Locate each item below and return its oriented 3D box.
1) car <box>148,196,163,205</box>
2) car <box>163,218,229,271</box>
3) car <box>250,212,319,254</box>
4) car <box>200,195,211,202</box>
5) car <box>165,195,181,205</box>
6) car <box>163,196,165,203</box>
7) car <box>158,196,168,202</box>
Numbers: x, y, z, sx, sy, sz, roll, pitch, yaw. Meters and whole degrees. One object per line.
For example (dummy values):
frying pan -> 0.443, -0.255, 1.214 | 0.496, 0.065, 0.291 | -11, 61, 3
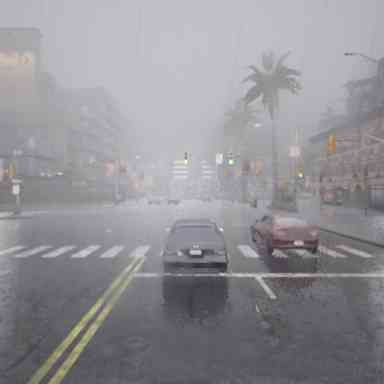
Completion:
car -> -7.023, 1.628, 62.059 | 1.812, 1.442, 4.674 | 0, 0, 0
car -> 0.094, 1.566, 10.867 | 2.033, 1.411, 5.357 | 0, 0, 0
car -> 3.593, 1.548, 13.468 | 1.812, 1.442, 4.674 | 0, 0, 0
car -> 3.471, 1.656, 79.515 | 1.812, 1.442, 4.674 | 0, 0, 0
car -> -3.523, 1.581, 62.568 | 1.882, 1.535, 5.008 | 0, 0, 0
car -> -7.026, 1.596, 71.178 | 1.882, 1.535, 5.008 | 0, 0, 0
car -> -7.033, 1.730, 81.479 | 1.895, 1.301, 4.718 | 0, 0, 0
